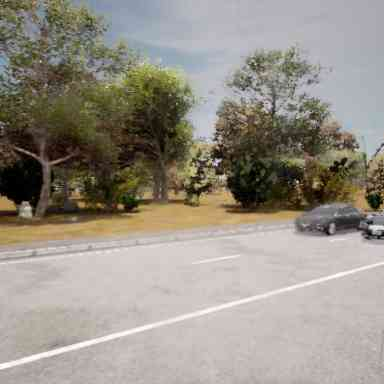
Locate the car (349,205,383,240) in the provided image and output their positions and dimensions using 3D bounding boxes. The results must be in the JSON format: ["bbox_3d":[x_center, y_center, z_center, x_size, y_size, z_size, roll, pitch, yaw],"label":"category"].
[{"bbox_3d":[9.536,1.379,14.964,4.902,1.511,2.128,-1,0,-35],"label":"car"}]

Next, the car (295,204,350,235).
[{"bbox_3d":[7.545,1.414,17.842,4.892,1.490,1.837,-1,0,-35],"label":"car"}]
